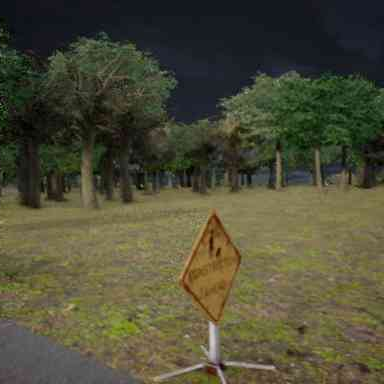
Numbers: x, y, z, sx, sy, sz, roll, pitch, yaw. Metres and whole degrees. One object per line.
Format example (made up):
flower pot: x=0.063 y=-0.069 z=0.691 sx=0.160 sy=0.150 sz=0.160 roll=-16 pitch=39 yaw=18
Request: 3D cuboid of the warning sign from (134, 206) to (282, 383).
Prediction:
warning sign: x=0.230 y=1.128 z=3.745 sx=1.060 sy=1.860 sz=1.300 roll=-2 pitch=0 yaw=36
